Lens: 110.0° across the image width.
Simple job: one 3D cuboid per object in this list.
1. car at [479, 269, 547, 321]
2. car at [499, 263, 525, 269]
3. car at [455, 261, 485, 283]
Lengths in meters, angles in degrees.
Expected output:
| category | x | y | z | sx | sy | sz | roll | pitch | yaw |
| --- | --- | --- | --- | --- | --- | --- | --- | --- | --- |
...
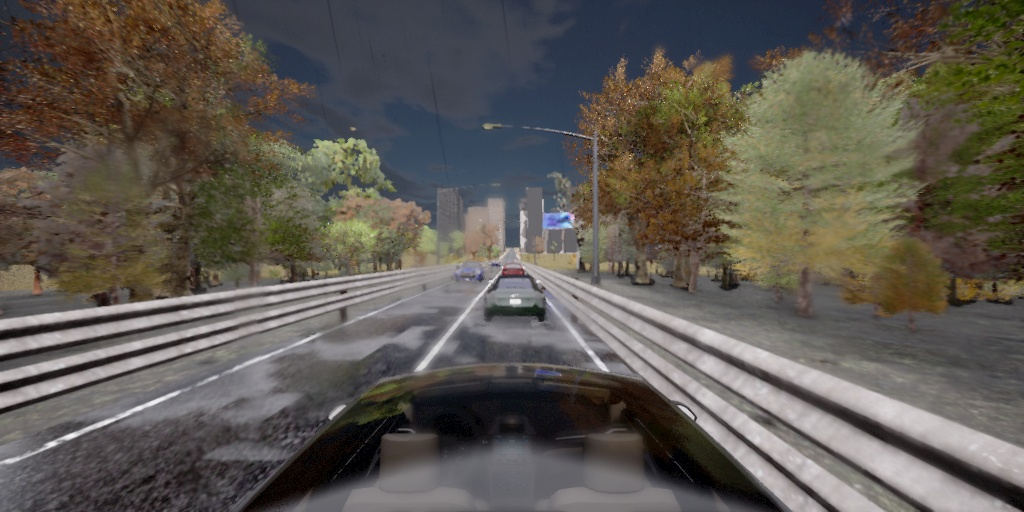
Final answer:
| category | x | y | z | sx | sy | sz | roll | pitch | yaw |
| --- | --- | --- | --- | --- | --- | --- | --- | --- | --- |
| car | 0.098 | 1.322 | 12.567 | 1.994 | 1.385 | 4.181 | 0 | 0 | 0 |
| car | 0.101 | 1.338 | 30.839 | 1.882 | 1.535 | 5.008 | 0 | 0 | 0 |
| car | -3.342 | 1.202 | 29.246 | 2.097 | 1.767 | 4.553 | 0 | 0 | 0 |
